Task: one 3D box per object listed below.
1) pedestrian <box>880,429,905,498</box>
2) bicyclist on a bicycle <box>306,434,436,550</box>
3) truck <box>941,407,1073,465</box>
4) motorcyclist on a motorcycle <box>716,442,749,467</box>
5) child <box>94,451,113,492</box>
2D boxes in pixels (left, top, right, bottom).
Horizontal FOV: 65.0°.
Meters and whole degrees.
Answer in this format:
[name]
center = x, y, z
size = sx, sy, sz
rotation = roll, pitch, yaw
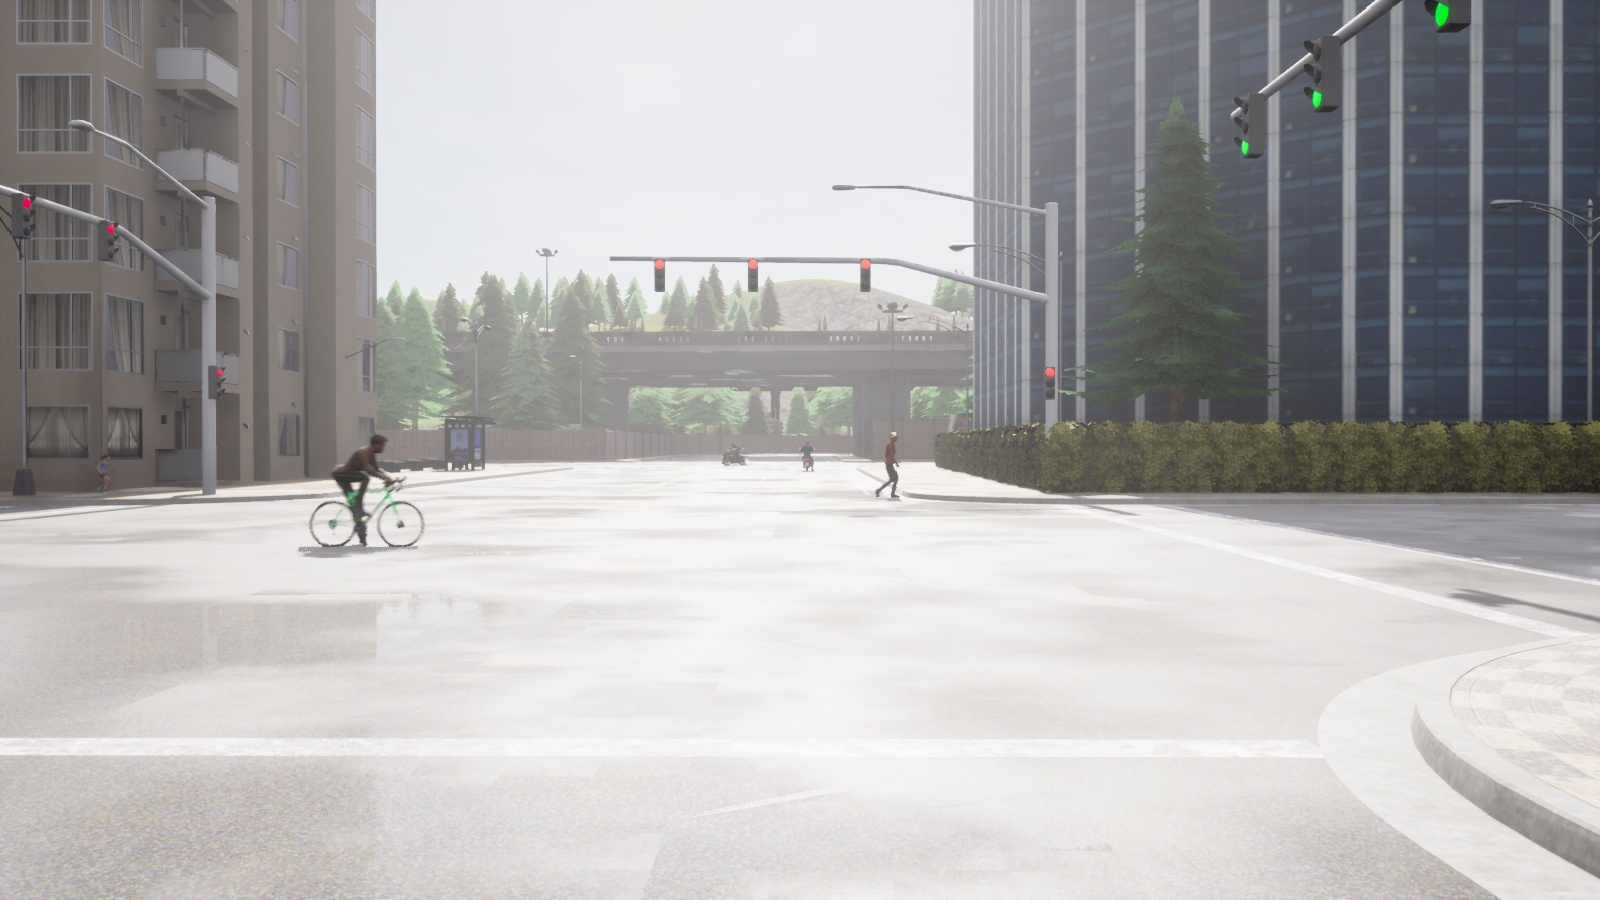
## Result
[pedestrian]
center = 2.463, 0.354, 33.437
size = 0.636, 1.846, 0.331
rotation = 0, 0, 6
[bicyclist on a bicycle]
center = -6.099, 0.593, 17.903
size = 1.656, 1.620, 0.582
rotation = 0, 0, 0
[truck]
center = 14.019, -0.945, 85.445
size = 8.468, 3.827, 2.891
rotation = 0, 0, 0
[motorcyclist on a motorcycle]
center = -4.219, 0.284, 78.919
size = 0.866, 1.530, 2.191
rotation = 1, 1, 37
[child]
center = -18.975, 0.577, 34.218
size = 0.394, 1.110, 0.255
rotation = 0, 0, -11
